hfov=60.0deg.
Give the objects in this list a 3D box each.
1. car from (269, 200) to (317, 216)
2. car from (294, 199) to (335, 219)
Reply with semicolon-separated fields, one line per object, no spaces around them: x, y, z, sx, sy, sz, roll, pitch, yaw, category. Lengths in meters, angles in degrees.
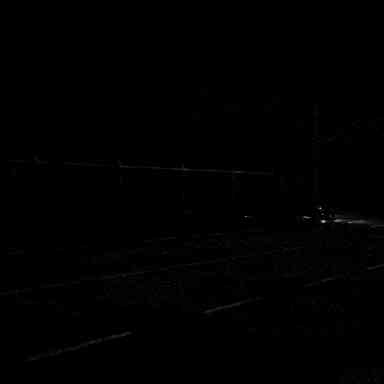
10.462;1.581;34.835;1.812;1.442;4.674;0;0;-36;car
10.124;1.407;29.150;2.097;1.767;4.553;0;0;-34;car
